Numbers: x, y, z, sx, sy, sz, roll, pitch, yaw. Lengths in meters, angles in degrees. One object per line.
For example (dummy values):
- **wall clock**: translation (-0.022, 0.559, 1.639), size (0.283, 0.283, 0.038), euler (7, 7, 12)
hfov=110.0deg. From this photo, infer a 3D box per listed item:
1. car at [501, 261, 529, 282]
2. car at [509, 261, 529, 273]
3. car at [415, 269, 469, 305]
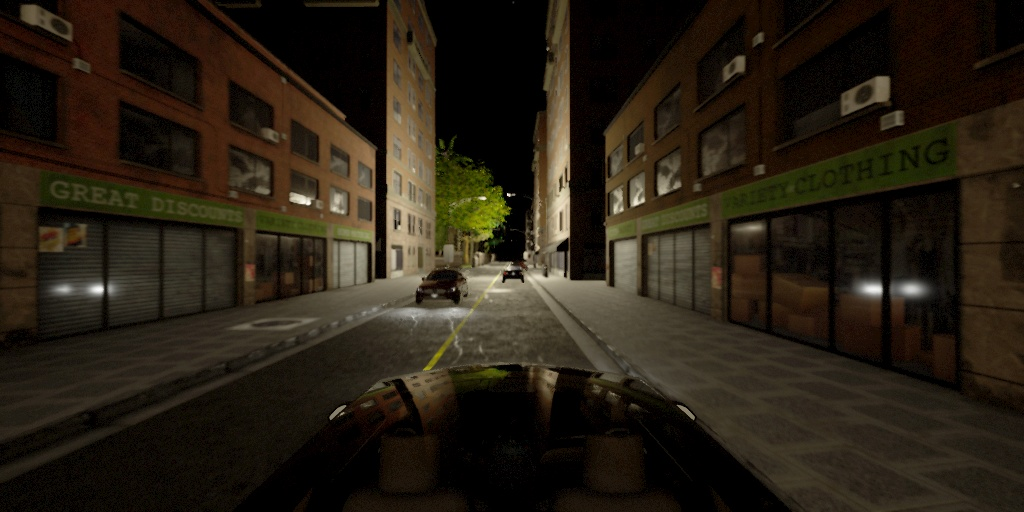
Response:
- **car**: translation (0.106, 1.408, 30.213), size (2.033, 1.411, 5.357), euler (0, 0, 0)
- **car**: translation (1.019, 1.457, 48.695), size (1.812, 1.442, 4.674), euler (0, 0, 13)
- **car**: translation (-3.098, 1.335, 16.661), size (1.812, 1.442, 4.674), euler (0, 0, 0)
